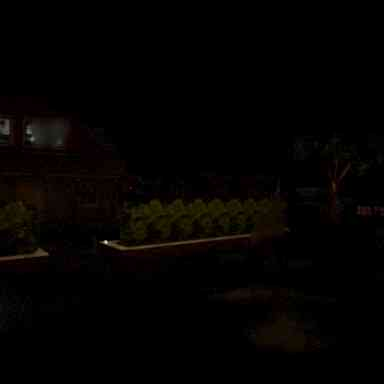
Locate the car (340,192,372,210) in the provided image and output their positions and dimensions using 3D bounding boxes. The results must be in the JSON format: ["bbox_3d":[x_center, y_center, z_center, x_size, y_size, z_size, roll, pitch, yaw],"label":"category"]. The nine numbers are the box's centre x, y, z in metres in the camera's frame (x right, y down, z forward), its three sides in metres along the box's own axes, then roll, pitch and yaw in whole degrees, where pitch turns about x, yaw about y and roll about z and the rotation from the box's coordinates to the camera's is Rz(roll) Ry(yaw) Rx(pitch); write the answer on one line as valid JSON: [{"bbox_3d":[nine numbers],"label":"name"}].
[{"bbox_3d":[17.496,0.973,36.274,3.866,1.878,1.905,0,0,0],"label":"car"}]

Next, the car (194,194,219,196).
[{"bbox_3d":[1.876,1.215,30.233,2.150,2.045,5.566,0,0,-35],"label":"car"}]
